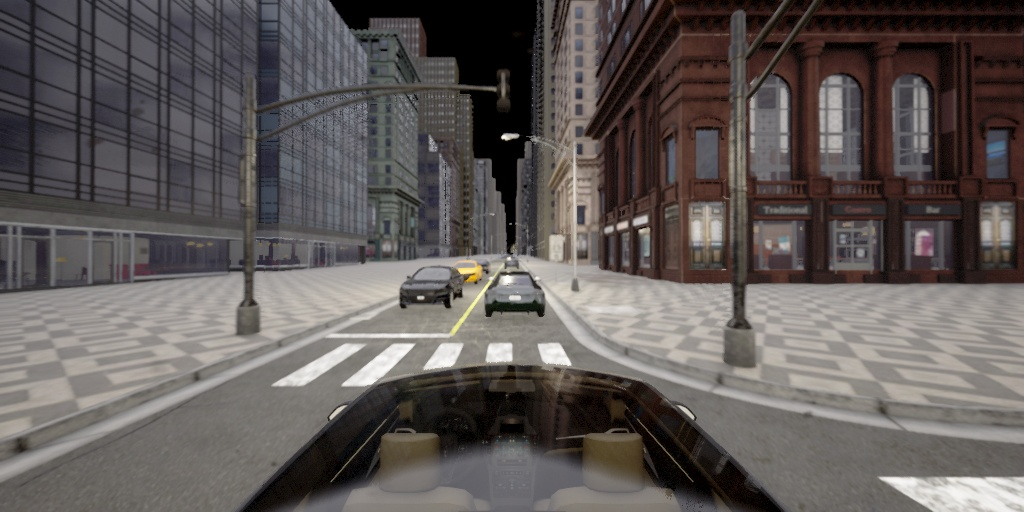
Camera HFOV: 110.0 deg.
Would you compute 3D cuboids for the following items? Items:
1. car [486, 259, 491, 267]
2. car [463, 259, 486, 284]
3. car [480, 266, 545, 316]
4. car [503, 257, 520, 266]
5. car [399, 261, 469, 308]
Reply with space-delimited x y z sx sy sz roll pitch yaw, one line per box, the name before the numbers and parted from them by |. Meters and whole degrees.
car | -3.076 1.020 35.406 2.033 1.411 5.357 0 1 0
car | -3.111 1.045 24.735 1.882 1.535 5.008 0 1 0
car | 0.091 1.230 12.955 1.994 1.385 4.181 0 0 0
car | -0.035 0.872 45.210 2.128 1.511 4.902 0 1 0
car | -3.108 1.130 14.710 1.882 1.535 5.008 0 0 0
